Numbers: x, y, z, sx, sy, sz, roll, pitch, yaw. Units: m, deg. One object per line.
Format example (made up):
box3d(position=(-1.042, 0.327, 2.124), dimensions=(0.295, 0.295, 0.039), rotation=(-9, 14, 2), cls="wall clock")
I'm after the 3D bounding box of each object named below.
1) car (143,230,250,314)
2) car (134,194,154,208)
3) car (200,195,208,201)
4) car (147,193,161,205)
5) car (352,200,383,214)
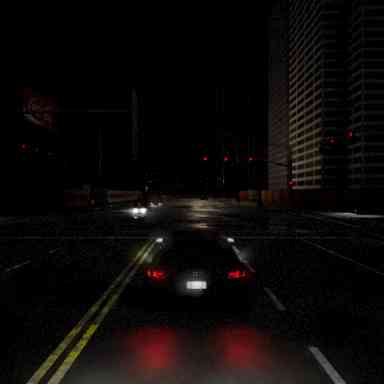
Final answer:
box3d(position=(0.076, 1.564, 7.706), dimensions=(1.994, 1.385, 4.181), rotation=(0, 0, 0), cls="car")
box3d(position=(-7.214, 1.491, 48.086), dimensions=(2.128, 1.511, 4.902), rotation=(0, 0, 0), cls="car")
box3d(position=(3.268, 1.525, 87.544), dimensions=(2.128, 1.511, 4.902), rotation=(0, 0, 0), cls="car")
box3d(position=(-7.229, 1.221, 58.235), dimensions=(2.150, 2.045, 5.566), rotation=(0, 0, 0), cls="car")
box3d(position=(19.626, 1.547, 34.492), dimensions=(5.357, 1.411, 2.033), rotation=(0, 0, 0), cls="car")
